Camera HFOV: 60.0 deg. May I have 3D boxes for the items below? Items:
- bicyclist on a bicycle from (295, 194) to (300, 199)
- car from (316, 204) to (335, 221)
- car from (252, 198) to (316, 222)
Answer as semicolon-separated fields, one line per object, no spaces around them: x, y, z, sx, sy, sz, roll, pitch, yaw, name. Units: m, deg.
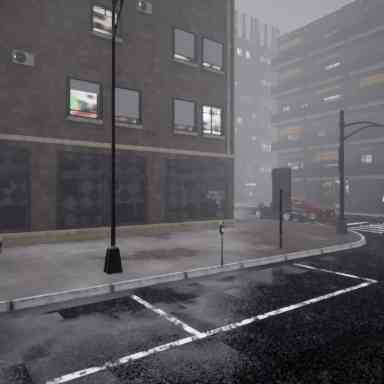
11.563;1.011;36.223;1.656;1.620;0.582;0;1;-36;bicyclist on a bicycle
8.478;1.274;25.541;1.882;1.535;5.008;0;0;-35;car
6.302;1.342;24.208;2.008;1.369;4.403;1;0;-36;car
